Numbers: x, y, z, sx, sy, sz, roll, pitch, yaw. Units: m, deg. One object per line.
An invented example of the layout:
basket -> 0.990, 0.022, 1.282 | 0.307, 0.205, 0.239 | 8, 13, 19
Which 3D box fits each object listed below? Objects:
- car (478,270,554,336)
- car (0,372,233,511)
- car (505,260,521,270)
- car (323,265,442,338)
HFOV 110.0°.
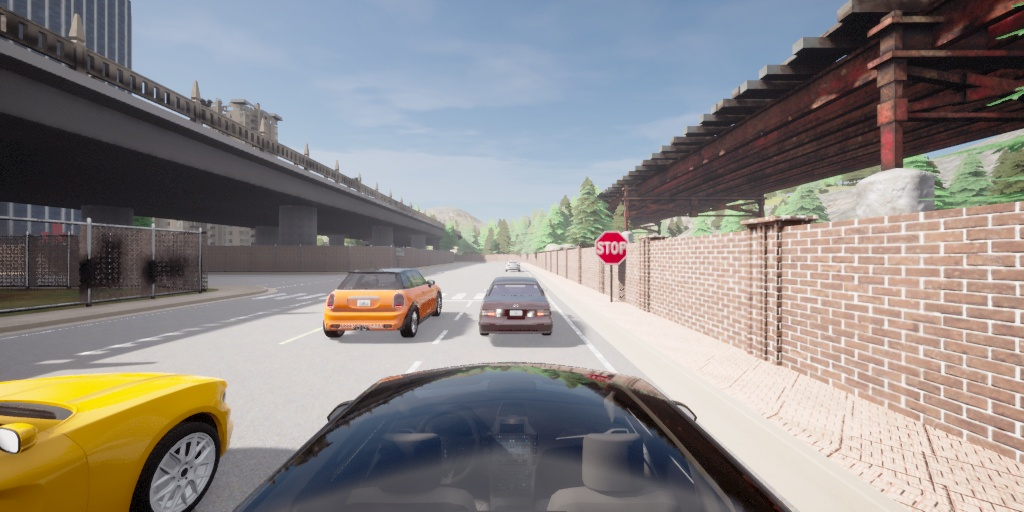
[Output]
car -> 0.090, 1.297, 10.390 | 2.033, 1.411, 5.357 | 0, 0, 0
car -> -3.398, 1.228, 1.114 | 1.882, 1.535, 5.008 | 0, 0, 0
car -> 0.125, 1.276, 46.264 | 1.812, 1.442, 4.674 | 0, 0, -1
car -> -3.411, 1.102, 10.371 | 2.097, 1.767, 4.553 | 0, 0, 0
